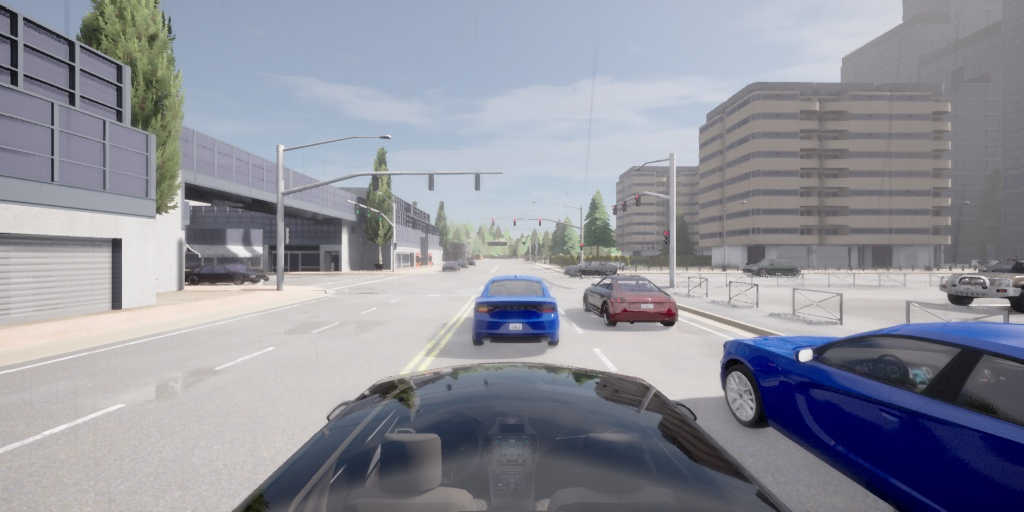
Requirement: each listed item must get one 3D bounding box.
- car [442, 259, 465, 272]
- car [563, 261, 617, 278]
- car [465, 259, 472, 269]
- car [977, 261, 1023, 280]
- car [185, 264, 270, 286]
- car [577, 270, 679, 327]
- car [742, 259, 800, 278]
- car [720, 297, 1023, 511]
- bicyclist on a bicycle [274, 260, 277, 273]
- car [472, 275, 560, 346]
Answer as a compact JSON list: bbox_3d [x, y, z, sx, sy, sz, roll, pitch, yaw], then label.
[{"bbox_3d":[-7.840,1.297,46.897,2.033,1.411,5.357,0,0,0],"label":"car"},{"bbox_3d":[7.130,1.242,32.616,4.902,1.511,2.128,0,0,-10],"label":"car"},{"bbox_3d":[-7.991,1.254,57.253,1.837,1.490,4.892,0,0,-1],"label":"car"},{"bbox_3d":[47.884,1.351,33.952,4.718,1.301,1.895,0,0,-1],"label":"car"},{"bbox_3d":[-19.939,1.297,24.772,5.357,1.411,2.033,0,0,-1],"label":"car"},{"bbox_3d":[3.603,1.314,11.593,1.994,1.385,4.181,0,0,0],"label":"car"},{"bbox_3d":[24.127,1.103,33.539,4.553,1.767,2.097,0,0,-1],"label":"car"},{"bbox_3d":[3.603,1.228,2.610,1.882,1.535,5.008,0,0,0],"label":"car"},{"bbox_3d":[-25.839,1.053,39.677,0.582,1.620,1.656,0,0,-1],"label":"bicyclist on a bicycle"},{"bbox_3d":[0.095,1.228,9.461,1.882,1.535,5.008,0,0,0],"label":"car"}]
